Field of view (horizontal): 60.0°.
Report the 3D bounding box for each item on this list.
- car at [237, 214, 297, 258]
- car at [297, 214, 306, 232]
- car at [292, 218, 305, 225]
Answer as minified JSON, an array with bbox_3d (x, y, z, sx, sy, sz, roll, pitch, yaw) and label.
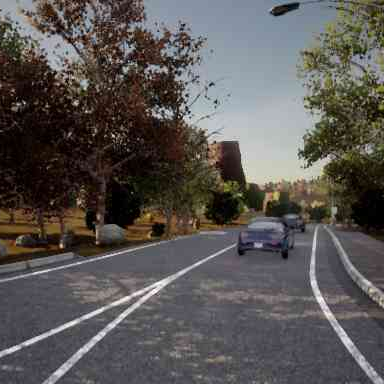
[{"bbox_3d":[3.112,1.747,13.622,1.812,1.442,4.674,0,-2,21],"label":"car"},{"bbox_3d":[8.443,2.572,27.673,1.812,1.442,4.674,0,-4,21],"label":"car"},{"bbox_3d":[23.390,6.410,73.034,1.812,1.442,4.674,0,-5,28],"label":"car"}]
